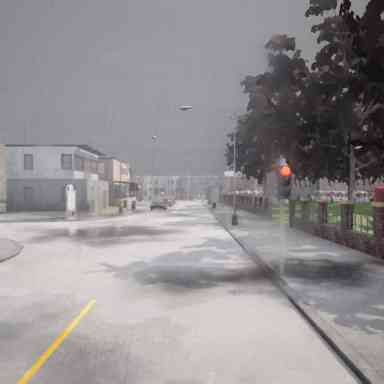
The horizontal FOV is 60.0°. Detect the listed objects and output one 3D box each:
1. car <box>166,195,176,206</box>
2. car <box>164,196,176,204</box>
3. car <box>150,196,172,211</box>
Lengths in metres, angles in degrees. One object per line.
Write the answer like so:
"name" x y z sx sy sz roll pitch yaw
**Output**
"car" -4.083 1.352 52.067 2.097 1.767 4.553 0 0 0
"car" -4.053 1.526 62.283 1.812 1.442 4.674 0 0 1
"car" -4.092 1.547 41.965 2.033 1.411 5.357 0 0 0
